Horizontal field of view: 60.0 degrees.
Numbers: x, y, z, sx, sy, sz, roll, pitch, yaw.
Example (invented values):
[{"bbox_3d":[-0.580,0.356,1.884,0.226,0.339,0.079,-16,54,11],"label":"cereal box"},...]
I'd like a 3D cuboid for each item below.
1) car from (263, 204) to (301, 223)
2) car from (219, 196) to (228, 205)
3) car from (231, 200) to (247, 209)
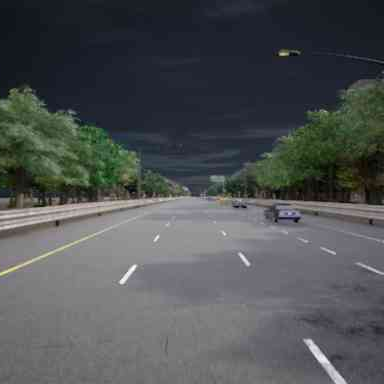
[{"bbox_3d":[7.036,1.638,26.388,2.033,1.411,5.357,0,0,0],"label":"car"},{"bbox_3d":[7.322,2.142,77.724,1.882,1.535,5.008,0,-1,0],"label":"car"},{"bbox_3d":[7.138,1.940,51.162,1.895,1.301,4.718,0,-1,0],"label":"car"}]
